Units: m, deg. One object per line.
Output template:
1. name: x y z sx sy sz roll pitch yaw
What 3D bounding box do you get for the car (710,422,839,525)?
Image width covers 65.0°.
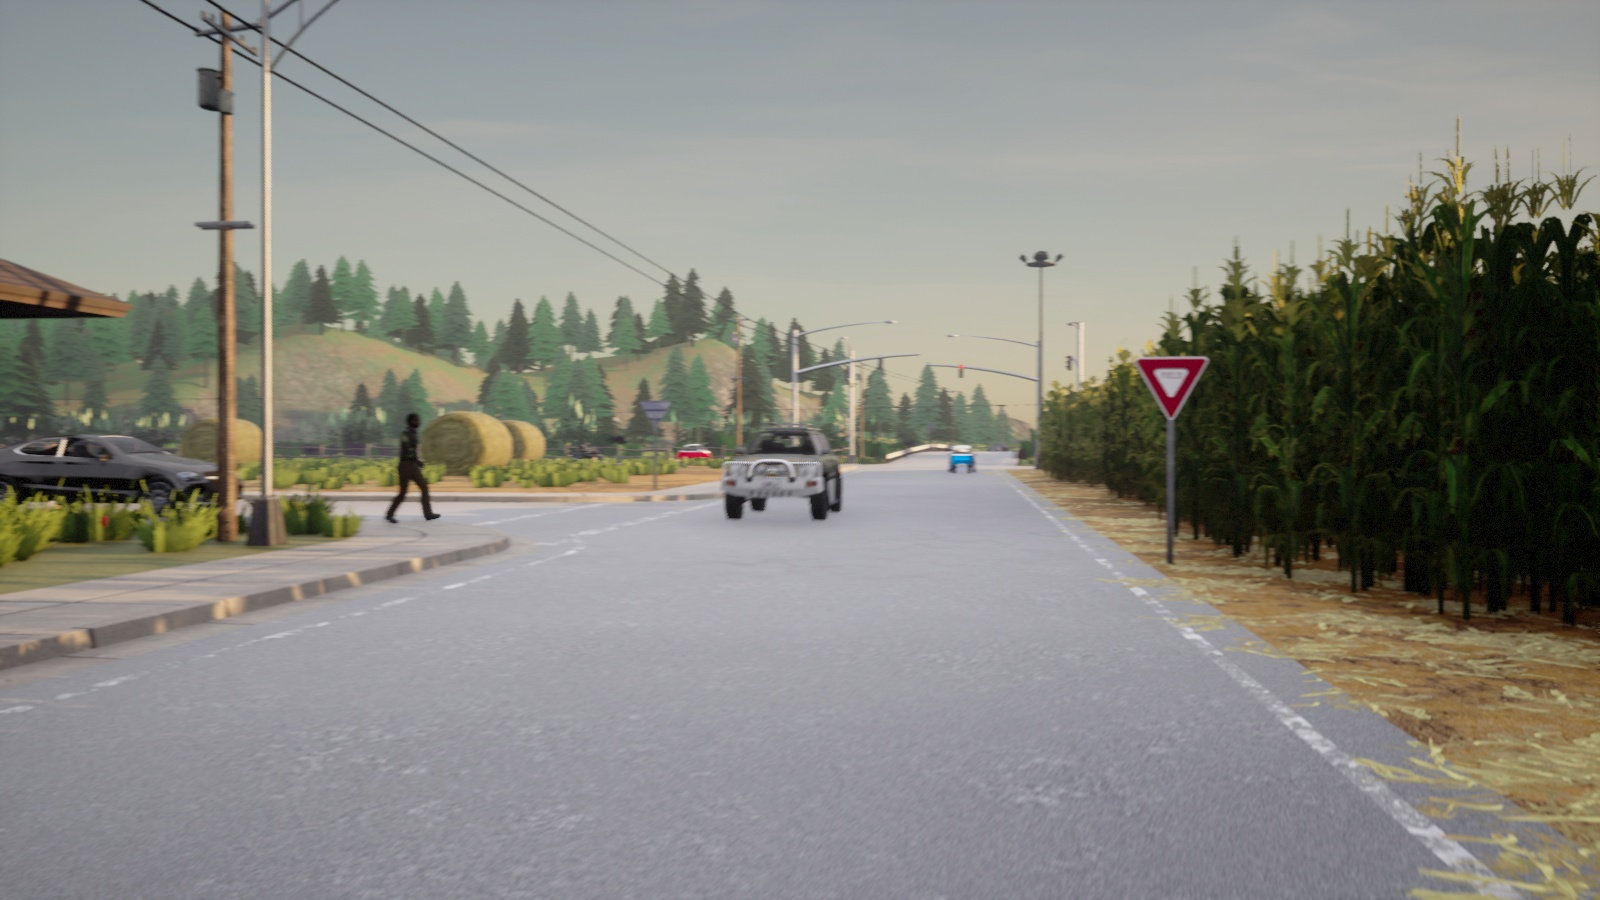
1. car: -0.396 0.409 25.129 1.932 1.855 4.605 0 0 7

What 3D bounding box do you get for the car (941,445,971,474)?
1. car: 7.762 0.456 62.451 1.481 1.376 2.207 0 0 7

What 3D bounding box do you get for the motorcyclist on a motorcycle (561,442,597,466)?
1. motorcyclist on a motorcycle: -14.448 0.241 82.131 2.191 1.530 0.866 0 0 10

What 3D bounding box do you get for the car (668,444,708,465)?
1. car: -7.212 0.283 80.857 2.207 1.376 1.481 0 0 10

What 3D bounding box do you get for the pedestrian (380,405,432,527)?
1. pedestrian: -6.325 0.252 20.190 0.692 1.930 0.395 0 0 12

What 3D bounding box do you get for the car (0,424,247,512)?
1. car: -13.940 0.326 24.924 5.027 1.651 2.152 0 0 6
